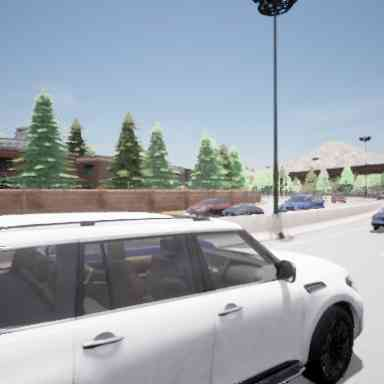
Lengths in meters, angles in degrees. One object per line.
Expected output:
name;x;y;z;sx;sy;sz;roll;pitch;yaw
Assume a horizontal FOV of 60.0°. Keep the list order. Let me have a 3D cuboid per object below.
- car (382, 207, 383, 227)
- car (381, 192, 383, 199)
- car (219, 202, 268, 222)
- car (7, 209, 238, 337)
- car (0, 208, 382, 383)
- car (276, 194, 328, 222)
car;12.293;1.517;19.935;2.033;1.411;5.357;0;0;42
car;45.049;0.999;76.746;2.150;2.045;5.566;0;0;6
car;4.224;1.579;27.045;1.994;1.385;4.181;0;0;42
car;-1.348;1.369;7.376;4.553;1.767;2.097;0;0;-37
car;-0.371;1.229;3.645;5.566;2.045;2.150;0;0;-37
car;9.118;1.214;27.277;2.150;2.045;5.566;0;0;40
